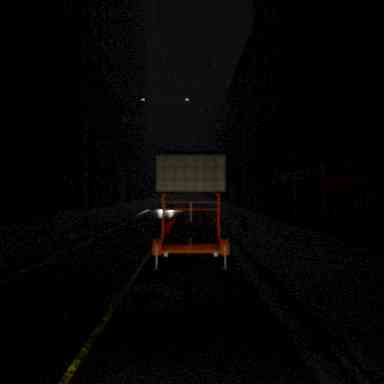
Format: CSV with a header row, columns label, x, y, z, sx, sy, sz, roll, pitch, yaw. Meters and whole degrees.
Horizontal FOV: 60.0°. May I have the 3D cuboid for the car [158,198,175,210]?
label,x,y,z,sx,sy,sz,roll,pitch,yaw
car,-3.242,1.520,42.833,1.994,1.385,4.181,0,0,0

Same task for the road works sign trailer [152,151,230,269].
label,x,y,z,sx,sy,sz,roll,pitch,yaw
road works sign trailer,-0.036,0.448,11.024,2.380,3.560,2.880,0,0,0
